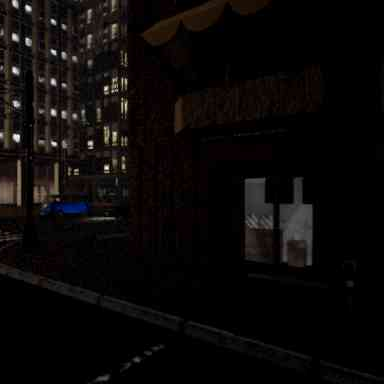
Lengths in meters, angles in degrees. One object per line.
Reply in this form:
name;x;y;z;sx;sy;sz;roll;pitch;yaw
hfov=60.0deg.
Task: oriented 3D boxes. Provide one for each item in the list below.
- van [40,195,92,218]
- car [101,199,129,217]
van;-9.833;1.091;26.271;1.690;1.788;3.998;0;0;36
car;-5.146;1.297;28.347;2.033;1.411;5.357;0;0;36
